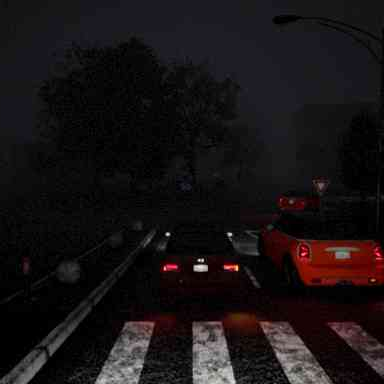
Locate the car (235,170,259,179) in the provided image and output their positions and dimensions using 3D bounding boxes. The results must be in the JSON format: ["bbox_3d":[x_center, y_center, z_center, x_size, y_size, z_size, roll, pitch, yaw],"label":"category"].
[{"bbox_3d":[12.927,-3.828,80.250,4.892,1.521,2.231,1,5,10],"label":"car"}]

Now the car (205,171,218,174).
[{"bbox_3d":[4.452,-3.368,76.158,2.033,1.411,5.357,1,5,9],"label":"car"}]

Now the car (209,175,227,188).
[{"bbox_3d":[4.475,-1.475,54.577,1.837,1.490,4.892,-1,5,-6],"label":"car"}]

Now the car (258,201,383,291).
[{"bbox_3d":[3.207,1.328,9.169,2.097,1.767,4.553,0,1,1],"label":"car"}]

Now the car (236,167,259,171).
[{"bbox_3d":[14.327,-4.842,88.328,5.566,2.045,2.435,1,6,10],"label":"car"}]

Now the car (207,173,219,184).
[{"bbox_3d":[3.918,-2.445,66.304,1.994,1.385,4.181,0,5,3],"label":"car"}]

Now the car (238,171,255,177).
[{"bbox_3d":[15.236,-5.057,93.596,4.674,1.452,2.002,1,6,11],"label":"car"}]

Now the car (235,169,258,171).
[{"bbox_3d":[13.421,-4.207,82.937,4.553,1.767,2.185,1,5,10],"label":"car"}]

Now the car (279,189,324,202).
[{"bbox_3d":[8.082,0.556,24.406,2.097,1.767,4.553,3,5,37],"label":"car"}]

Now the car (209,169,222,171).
[{"bbox_3d":[5.936,-4.316,85.643,1.882,1.535,5.008,1,5,10],"label":"car"}]

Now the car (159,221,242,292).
[{"bbox_3d":[0.197,1.521,9.115,2.033,1.411,5.357,0,1,1],"label":"car"}]
